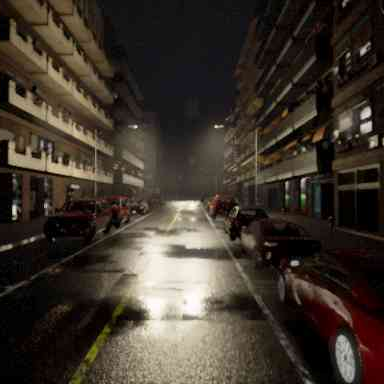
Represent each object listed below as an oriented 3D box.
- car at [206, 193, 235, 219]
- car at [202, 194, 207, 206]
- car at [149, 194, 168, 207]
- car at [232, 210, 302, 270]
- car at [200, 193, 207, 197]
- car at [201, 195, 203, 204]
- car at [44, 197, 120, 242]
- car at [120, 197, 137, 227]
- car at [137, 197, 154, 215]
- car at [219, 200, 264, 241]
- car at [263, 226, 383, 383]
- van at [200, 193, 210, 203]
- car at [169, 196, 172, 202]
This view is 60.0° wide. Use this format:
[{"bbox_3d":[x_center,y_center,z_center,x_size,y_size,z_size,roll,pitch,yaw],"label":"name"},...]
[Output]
[{"bbox_3d":[2.565,1.222,27.194,2.192,1.841,5.009,1,0,0],"label":"car"},{"bbox_3d":[2.566,1.321,38.258,1.967,1.590,4.097,1,0,0],"label":"car"},{"bbox_3d":[-5.273,1.176,49.378,2.192,1.841,5.009,1,0,0],"label":"car"},{"bbox_3d":[2.588,1.505,10.602,1.887,1.381,4.507,1,0,0],"label":"car"},{"bbox_3d":[2.576,1.165,60.383,2.192,1.841,5.009,1,0,0],"label":"car"},{"bbox_3d":[2.567,1.443,49.321,1.802,1.307,4.206,1,0,0],"label":"car"},{"bbox_3d":[-5.285,1.257,16.196,2.192,1.841,5.009,1,0,0],"label":"car"},{"bbox_3d":[-5.282,1.239,21.726,2.192,1.841,5.009,1,0,0],"label":"car"},{"bbox_3d":[-5.285,1.459,32.789,1.947,1.339,4.313,1,0,0],"label":"car"},{"bbox_3d":[2.600,1.382,16.133,1.967,1.590,4.097,1,0,0],"label":"car"},{"bbox_3d":[2.586,1.525,5.072,1.887,1.381,4.507,1,0,0],"label":"car"},{"bbox_3d":[2.577,1.189,65.915,1.690,1.788,3.998,1,0,0],"label":"van"},{"bbox_3d":[-5.272,1.429,71.504,1.802,1.307,4.206,1,0,0],"label":"car"}]
